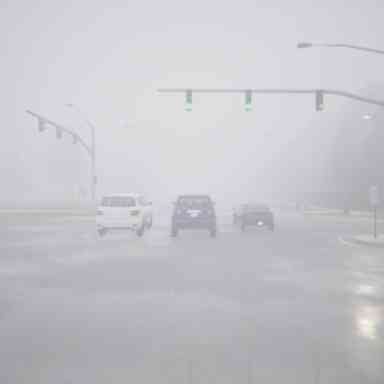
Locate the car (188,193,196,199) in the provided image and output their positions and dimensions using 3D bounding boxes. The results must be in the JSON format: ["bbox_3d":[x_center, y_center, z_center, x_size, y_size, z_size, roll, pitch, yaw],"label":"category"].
[{"bbox_3d":[-0.046,0.950,77.940,1.812,1.442,4.674,0,0,0],"label":"car"}]

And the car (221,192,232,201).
[{"bbox_3d":[6.961,0.922,67.914,2.097,1.767,4.553,0,0,0],"label":"car"}]

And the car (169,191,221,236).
[{"bbox_3d":[0.096,1.109,17.636,2.150,2.045,5.566,0,0,0],"label":"car"}]

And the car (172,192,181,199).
[{"bbox_3d":[-3.546,0.904,77.937,1.882,1.535,5.008,0,0,0],"label":"car"}]

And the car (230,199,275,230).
[{"bbox_3d":[3.594,1.378,19.914,1.837,1.490,4.892,0,0,0],"label":"car"}]

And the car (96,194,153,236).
[{"bbox_3d":[-3.403,1.108,17.655,2.150,2.045,5.566,0,0,0],"label":"car"}]

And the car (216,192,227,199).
[{"bbox_3d":[6.954,0.782,77.914,2.097,1.767,4.553,0,0,0],"label":"car"}]

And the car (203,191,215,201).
[{"bbox_3d":[3.461,0.793,67.554,2.150,2.045,5.566,0,0,0],"label":"car"}]

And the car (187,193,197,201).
[{"bbox_3d":[-0.039,1.075,67.523,1.837,1.490,4.892,0,0,0],"label":"car"}]

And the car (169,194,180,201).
[{"bbox_3d":[-3.539,1.094,67.937,1.812,1.442,4.674,0,0,0],"label":"car"}]
